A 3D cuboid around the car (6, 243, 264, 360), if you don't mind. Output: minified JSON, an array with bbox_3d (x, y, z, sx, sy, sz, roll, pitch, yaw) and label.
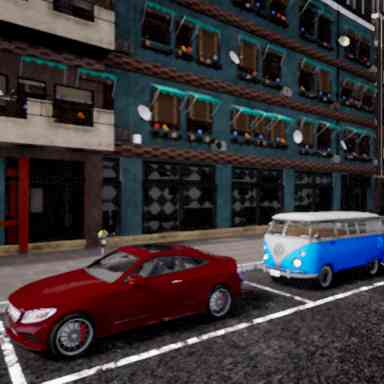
[{"bbox_3d":[-0.900,1.615,5.924,4.206,1.307,1.802,1,-1,-36],"label":"car"}]

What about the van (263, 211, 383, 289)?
[{"bbox_3d":[3.710,1.448,9.218,3.998,1.788,1.690,1,-1,-36],"label":"van"}]
